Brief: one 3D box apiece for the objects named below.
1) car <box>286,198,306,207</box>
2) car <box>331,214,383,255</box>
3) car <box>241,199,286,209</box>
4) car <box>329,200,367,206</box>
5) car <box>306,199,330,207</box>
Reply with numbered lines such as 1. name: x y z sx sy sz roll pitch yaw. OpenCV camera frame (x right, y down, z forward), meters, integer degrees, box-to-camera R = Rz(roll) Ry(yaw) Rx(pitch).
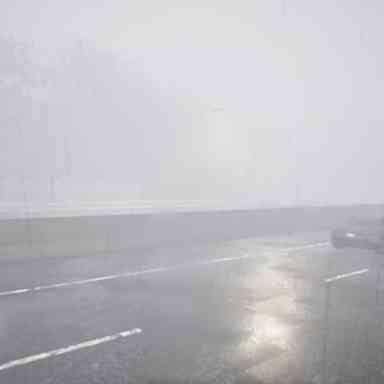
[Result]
1. car: 12.809 1.535 38.877 4.892 1.490 1.837 1 0 -35
2. car: 7.530 1.576 13.536 4.181 1.385 1.994 0 0 -35
3. car: 8.388 1.574 40.042 5.357 1.411 2.033 0 0 -35
4. car: 15.880 1.627 32.484 4.718 1.301 1.895 0 0 -35
5. car: 14.792 1.553 35.995 4.674 1.442 1.812 0 0 -35
